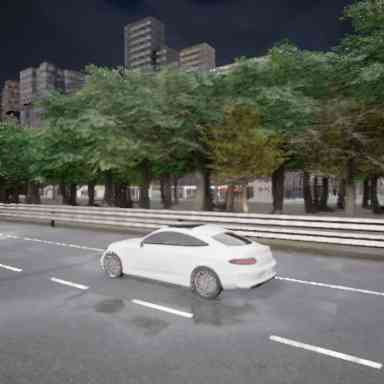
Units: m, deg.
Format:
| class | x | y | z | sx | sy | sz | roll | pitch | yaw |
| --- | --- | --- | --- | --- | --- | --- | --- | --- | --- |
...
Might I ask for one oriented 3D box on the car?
| class | x | y | z | sx | sy | sz | roll | pitch | yaw |
| --- | --- | --- | --- | --- | --- | --- | --- | --- | --- |
| car | -0.257 | 1.535 | 8.350 | 4.674 | 1.442 | 1.812 | 0 | 0 | 36 |
